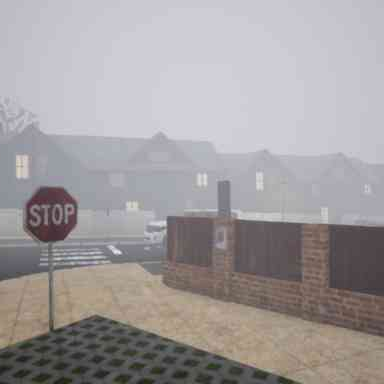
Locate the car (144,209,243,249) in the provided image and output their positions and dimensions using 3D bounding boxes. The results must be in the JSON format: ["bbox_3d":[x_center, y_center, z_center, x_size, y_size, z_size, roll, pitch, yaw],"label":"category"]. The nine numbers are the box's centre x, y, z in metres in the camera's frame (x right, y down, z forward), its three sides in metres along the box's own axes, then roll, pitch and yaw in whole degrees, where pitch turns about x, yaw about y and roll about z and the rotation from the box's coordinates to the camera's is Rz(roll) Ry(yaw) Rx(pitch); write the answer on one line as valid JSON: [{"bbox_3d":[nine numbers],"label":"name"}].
[{"bbox_3d":[0.278,1.910,17.769,5.566,2.045,2.150,2,-2,-23],"label":"car"}]

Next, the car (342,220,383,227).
[{"bbox_3d":[11.417,2.629,22.314,4.902,1.511,2.128,2,-2,-22],"label":"car"}]
